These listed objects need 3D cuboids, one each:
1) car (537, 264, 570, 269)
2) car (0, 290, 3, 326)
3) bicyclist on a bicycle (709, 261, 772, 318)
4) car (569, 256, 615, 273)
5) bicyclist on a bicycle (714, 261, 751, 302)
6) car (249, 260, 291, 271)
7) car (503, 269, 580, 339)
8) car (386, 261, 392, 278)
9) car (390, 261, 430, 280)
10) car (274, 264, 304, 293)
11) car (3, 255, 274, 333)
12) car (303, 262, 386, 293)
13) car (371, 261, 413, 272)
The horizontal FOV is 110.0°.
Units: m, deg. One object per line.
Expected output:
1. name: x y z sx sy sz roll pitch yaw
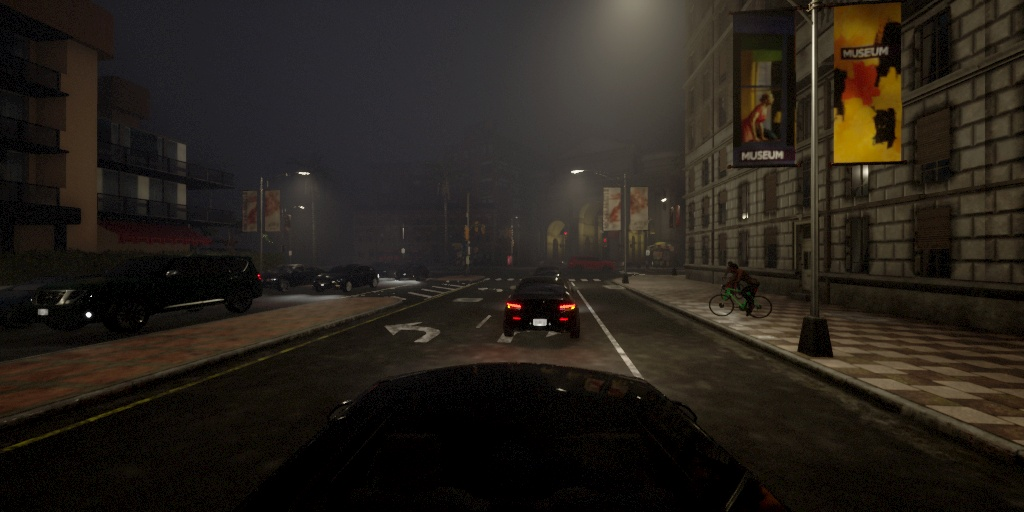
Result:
1. car: 1.922 1.276 18.921 1.812 1.442 4.674 0 0 7
2. car: -14.204 1.297 11.639 2.033 1.411 5.357 0 0 7
3. bicyclist on a bicycle: 6.854 1.051 10.797 1.656 1.620 0.582 0 0 22
4. car: 9.559 0.971 43.282 5.566 2.045 2.150 0 0 7
5. bicyclist on a bicycle: 9.272 1.050 15.059 1.656 1.620 0.582 0 0 -28
6. car: -32.754 1.275 48.508 4.674 1.442 1.812 0 0 7
7. car: 0.877 1.276 10.078 1.812 1.442 4.674 0 0 7
8. car: -12.557 1.298 34.149 2.033 1.411 5.357 0 0 -14
9. car: -8.600 1.314 31.081 1.994 1.385 4.181 0 0 4
10. car: -13.121 1.241 21.160 2.128 1.511 4.902 0 0 6
11. car: -10.713 0.971 11.216 2.150 2.045 5.566 0 0 8
12. car: -9.594 1.255 21.070 1.837 1.490 4.892 0 0 7
13. car: -15.503 1.351 46.370 4.718 1.301 1.895 0 0 7
